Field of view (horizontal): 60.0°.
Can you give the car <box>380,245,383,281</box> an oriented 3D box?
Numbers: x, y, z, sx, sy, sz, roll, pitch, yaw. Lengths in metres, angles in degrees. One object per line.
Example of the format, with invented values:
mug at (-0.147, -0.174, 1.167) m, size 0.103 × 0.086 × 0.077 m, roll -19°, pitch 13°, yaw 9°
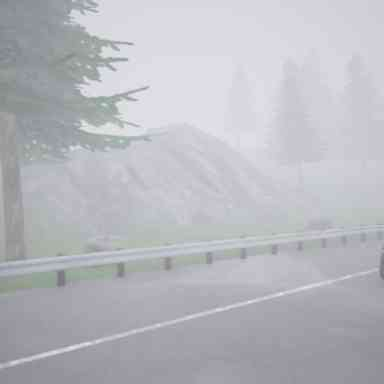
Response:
car at (6.803, 1.383, 8.418) m, size 4.553 × 1.767 × 2.097 m, roll 0°, pitch 0°, yaw -34°
